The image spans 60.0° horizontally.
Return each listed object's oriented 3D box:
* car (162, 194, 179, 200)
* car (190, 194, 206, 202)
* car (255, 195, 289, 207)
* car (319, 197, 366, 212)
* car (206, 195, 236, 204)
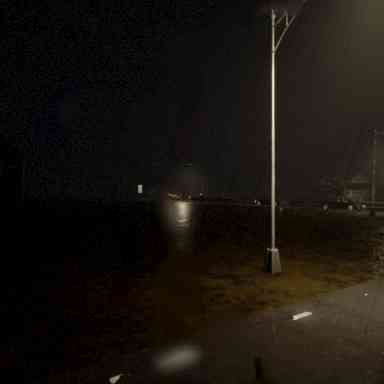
[{"bbox_3d":[-4.727,1.122,72.068,1.895,1.301,4.718,2,-1,-35],"label":"car"},{"bbox_3d":[1.729,1.142,63.041,2.033,1.411,5.357,2,-1,-35],"label":"car"},{"bbox_3d":[10.547,1.177,44.238,1.837,1.490,4.892,2,0,-35],"label":"car"},{"bbox_3d":[16.303,1.292,36.124,1.837,1.490,4.892,2,0,-35],"label":"car"},{"bbox_3d":[4.776,1.174,52.381,1.895,1.301,4.718,2,-1,-35],"label":"car"}]
